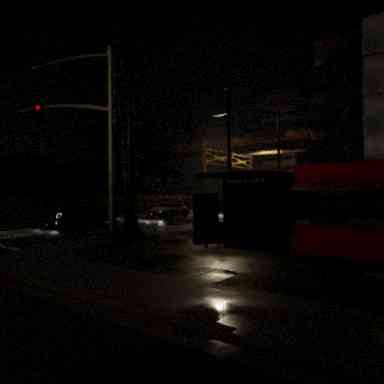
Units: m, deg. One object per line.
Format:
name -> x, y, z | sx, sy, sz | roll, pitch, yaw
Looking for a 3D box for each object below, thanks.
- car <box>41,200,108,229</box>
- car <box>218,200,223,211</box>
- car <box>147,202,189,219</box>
car -> -7.807, 1.476, 22.644 | 2.097, 1.767, 4.553 | -1, -1, 36
car -> 4.075, 1.610, 38.983 | 1.882, 1.535, 5.008 | -1, -1, 36
car -> -2.096, 1.654, 30.493 | 1.812, 1.442, 4.674 | -1, -1, 36
